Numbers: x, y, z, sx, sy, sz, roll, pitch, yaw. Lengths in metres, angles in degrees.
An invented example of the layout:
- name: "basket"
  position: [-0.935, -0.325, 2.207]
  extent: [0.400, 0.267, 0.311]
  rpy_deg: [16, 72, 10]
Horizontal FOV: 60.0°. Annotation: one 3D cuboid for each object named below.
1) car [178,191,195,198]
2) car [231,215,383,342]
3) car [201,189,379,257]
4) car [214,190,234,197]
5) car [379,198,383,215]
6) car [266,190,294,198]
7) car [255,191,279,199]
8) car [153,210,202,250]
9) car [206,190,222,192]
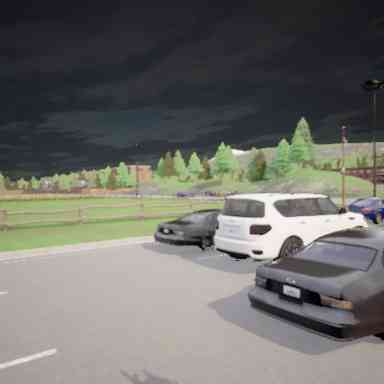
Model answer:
- name: "car"
  position: [-1.221, 0.535, 72.188]
  extent: [1.882, 1.535, 5.008]
  rpy_deg: [-2, 1, -36]
- name: "car"
  position: [3.463, 1.408, 6.215]
  extent: [5.357, 1.411, 2.033]
  rpy_deg: [-2, 1, -36]
- name: "car"
  position: [3.242, 1.034, 10.357]
  extent: [5.566, 2.045, 2.150]
  rpy_deg: [-2, 1, -35]
- name: "car"
  position: [7.505, 0.317, 78.039]
  extent: [1.882, 1.535, 5.008]
  rpy_deg: [-2, 1, -36]
- name: "car"
  position: [11.048, 1.071, 20.242]
  extent: [4.674, 1.442, 1.812]
  rpy_deg: [-2, 1, -36]
- name: "car"
  position: [17.103, 0.363, 64.870]
  extent: [2.128, 1.511, 4.902]
  rpy_deg: [-2, 1, -36]
- name: "car"
  position: [14.138, 0.506, 62.969]
  extent: [1.994, 1.385, 4.181]
  rpy_deg: [-2, 1, -35]
- name: "car"
  position: [1.147, 1.361, 13.160]
  extent: [5.357, 1.411, 2.033]
  rpy_deg: [-2, 1, -35]
- name: "car"
  position: [4.587, 0.411, 76.102]
  extent: [1.837, 1.490, 4.892]
  rpy_deg: [-2, 1, -36]
